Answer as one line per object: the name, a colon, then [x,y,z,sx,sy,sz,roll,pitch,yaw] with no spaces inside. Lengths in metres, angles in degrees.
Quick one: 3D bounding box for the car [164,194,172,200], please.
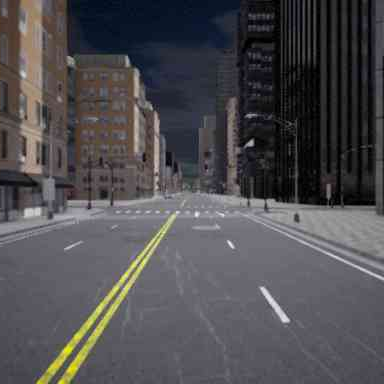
car: [-6.503,1.262,89.053,1.812,1.442,4.674,0,0,0]
